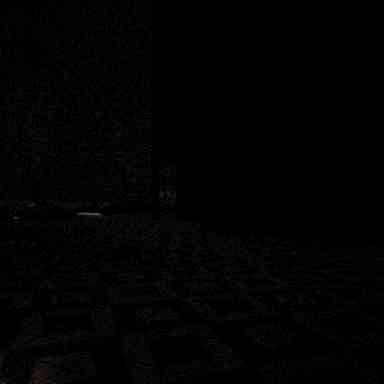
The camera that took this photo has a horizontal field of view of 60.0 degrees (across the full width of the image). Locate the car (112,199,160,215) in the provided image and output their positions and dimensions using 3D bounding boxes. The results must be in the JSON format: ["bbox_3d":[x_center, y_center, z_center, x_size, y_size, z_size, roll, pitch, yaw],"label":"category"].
[{"bbox_3d":[-6.594,1.789,39.958,2.192,1.841,5.009,-1,-2,35],"label":"car"}]

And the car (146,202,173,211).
[{"bbox_3d":[-5.030,2.215,52.150,1.994,1.385,4.181,0,-1,37],"label":"car"}]

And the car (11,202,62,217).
[{"bbox_3d":[-16.666,1.849,35.897,1.812,1.442,4.674,0,-1,36],"label":"car"}]

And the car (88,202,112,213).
[{"bbox_3d":[-10.884,2.009,43.995,1.812,1.442,4.674,0,-1,35],"label":"car"}]

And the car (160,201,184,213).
[{"bbox_3d":[-3.319,2.112,44.548,1.887,1.381,4.507,-1,-2,35],"label":"car"}]

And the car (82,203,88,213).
[{"bbox_3d":[-13.532,2.013,44.904,1.887,1.381,4.507,-1,-2,35],"label":"car"}]

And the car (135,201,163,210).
[{"bbox_3d":[-6.984,2.207,54.096,2.008,1.369,4.403,-1,-2,35],"label":"car"}]

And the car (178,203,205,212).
[{"bbox_3d":[-0.040,2.244,49.149,1.802,1.307,4.206,-1,-2,36],"label":"car"}]

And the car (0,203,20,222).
[{"bbox_3d":[-16.416,1.772,26.162,1.947,1.339,4.313,-1,-2,35],"label":"car"}]

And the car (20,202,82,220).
[{"bbox_3d":[-13.044,1.822,30.897,1.752,1.417,4.829,-1,-2,35],"label":"car"}]

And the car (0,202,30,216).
[{"bbox_3d":[-20.080,1.839,35.711,2.008,1.369,4.403,-1,-1,35],"label":"car"}]

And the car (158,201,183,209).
[{"bbox_3d":[-3.709,2.303,58.692,2.008,1.369,4.403,-1,-2,35],"label":"car"}]
